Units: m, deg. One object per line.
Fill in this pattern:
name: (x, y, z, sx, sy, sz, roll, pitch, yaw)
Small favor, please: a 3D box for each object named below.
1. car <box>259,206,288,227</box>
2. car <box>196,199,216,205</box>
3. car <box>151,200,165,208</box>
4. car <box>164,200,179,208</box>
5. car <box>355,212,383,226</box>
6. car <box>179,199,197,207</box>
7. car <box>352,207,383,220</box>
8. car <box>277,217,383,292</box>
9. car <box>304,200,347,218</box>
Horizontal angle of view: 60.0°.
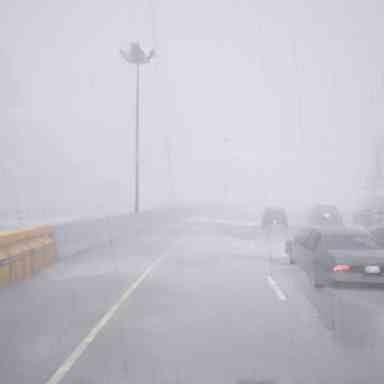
car: (6.266, 1.839, 25.503, 1.837, 1.490, 4.892, 0, 0, 12)
car: (3.240, 2.318, 61.643, 2.033, 1.411, 5.357, 0, -1, 25)
car: (-6.232, 2.303, 66.218, 1.837, 1.490, 4.892, 0, -1, 25)
car: (-3.012, 2.354, 64.818, 1.994, 1.385, 4.181, 0, -1, 25)
car: (7.697, 1.654, 11.312, 2.128, 1.511, 4.902, 0, -1, 6)
car: (-0.060, 2.128, 62.821, 2.097, 1.767, 4.553, 0, -1, 25)
car: (13.167, 1.829, 24.325, 2.128, 1.511, 4.902, 0, -1, 12)
car: (3.969, 1.676, 9.388, 2.033, 1.411, 5.357, 0, -1, 5)
car: (9.700, 1.685, 24.818, 2.097, 1.767, 4.553, 0, -1, 12)
